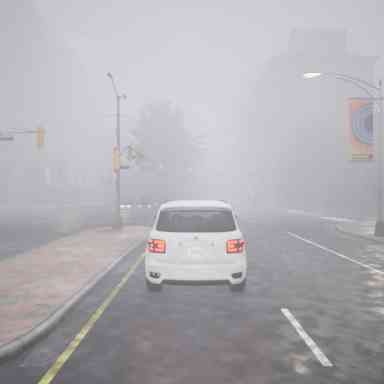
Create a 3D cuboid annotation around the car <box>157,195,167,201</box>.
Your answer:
[{"bbox_3d":[-7.754,1.551,86.243,1.994,1.385,4.181,0,0,0],"label":"car"}]

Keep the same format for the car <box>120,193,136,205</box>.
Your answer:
[{"bbox_3d":[-11.399,1.491,59.705,2.128,1.511,4.902,0,0,1],"label":"car"}]

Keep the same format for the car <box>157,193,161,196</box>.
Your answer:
[{"bbox_3d":[-7.834,1.525,66.811,1.812,1.442,4.674,0,0,1],"label":"car"}]

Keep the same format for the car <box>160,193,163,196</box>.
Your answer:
[{"bbox_3d":[-7.783,1.224,76.427,2.150,2.045,5.566,0,0,0],"label":"car"}]

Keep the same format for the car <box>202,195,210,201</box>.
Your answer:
[{"bbox_3d":[3.756,1.539,89.897,2.033,1.411,5.357,0,0,0],"label":"car"}]

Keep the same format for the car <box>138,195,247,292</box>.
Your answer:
[{"bbox_3d":[0.096,1.221,9.048,2.150,2.045,5.566,0,0,0],"label":"car"}]

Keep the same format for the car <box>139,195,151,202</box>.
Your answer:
[{"bbox_3d":[-11.272,1.524,80.062,2.128,1.511,4.902,0,0,0],"label":"car"}]

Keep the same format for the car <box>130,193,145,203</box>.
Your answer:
[{"bbox_3d":[-11.302,1.224,69.624,2.150,2.045,5.566,0,0,0],"label":"car"}]

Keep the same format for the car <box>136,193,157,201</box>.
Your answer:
[{"bbox_3d":[-7.916,1.351,57.926,2.097,1.767,4.553,0,0,0],"label":"car"}]
